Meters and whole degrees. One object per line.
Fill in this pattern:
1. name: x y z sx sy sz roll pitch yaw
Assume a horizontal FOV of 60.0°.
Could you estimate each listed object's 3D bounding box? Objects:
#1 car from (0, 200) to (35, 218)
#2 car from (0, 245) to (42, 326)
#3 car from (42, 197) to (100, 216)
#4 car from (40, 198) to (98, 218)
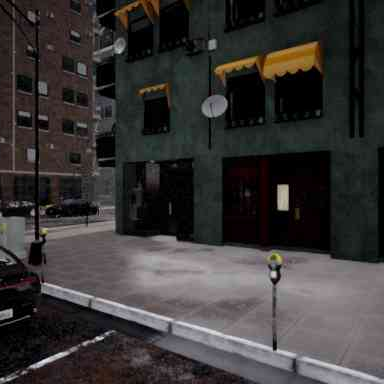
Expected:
1. car: -14.073 1.346 26.085 2.008 1.369 4.403 1 1 35
2. car: -4.501 1.551 6.079 4.403 1.369 2.008 0 0 35
3. car: -10.985 1.246 30.512 1.752 1.417 4.829 1 1 35
4. car: -9.879 1.309 27.591 1.994 1.385 4.181 0 1 35
